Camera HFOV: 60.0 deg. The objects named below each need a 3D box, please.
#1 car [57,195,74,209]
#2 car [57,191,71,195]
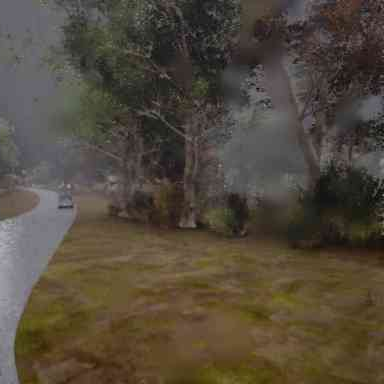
[{"bbox_3d":[-17.334,1.584,45.698,1.994,1.385,4.181,-1,1,-20],"label":"car"},{"bbox_3d":[-22.811,0.793,59.426,2.150,2.045,5.566,0,2,-24],"label":"car"}]
